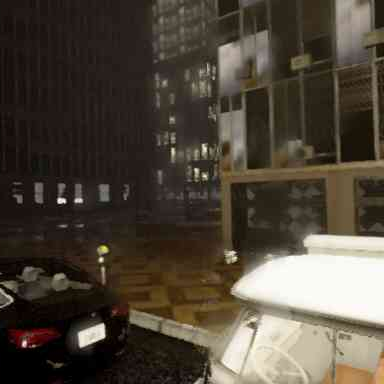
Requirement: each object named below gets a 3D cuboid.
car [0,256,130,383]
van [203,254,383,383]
[{"bbox_3d":[-2.780,1.616,4.836,4.313,1.339,1.947,-1,-2,36],"label":"car"},{"bbox_3d":[1.858,1.334,1.532,3.998,1.788,1.690,-1,-2,36],"label":"van"}]
